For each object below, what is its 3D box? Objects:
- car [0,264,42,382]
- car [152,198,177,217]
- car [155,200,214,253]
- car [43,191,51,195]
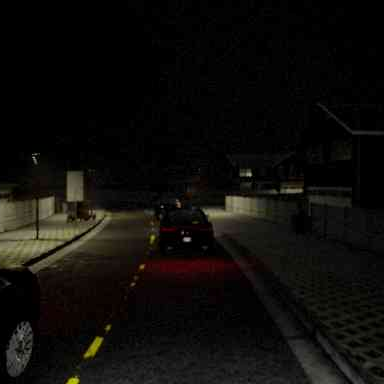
[{"bbox_3d":[-2.903,1.458,2.520,2.128,1.511,4.902,0,1,-1],"label":"car"},{"bbox_3d":[-1.811,1.168,24.330,2.128,1.511,4.902,0,1,-10],"label":"car"},{"bbox_3d":[-0.295,1.309,12.995,1.882,1.535,5.008,0,1,-3],"label":"car"},{"bbox_3d":[-31.288,0.582,71.655,4.674,1.442,1.812,1,1,43],"label":"car"}]
